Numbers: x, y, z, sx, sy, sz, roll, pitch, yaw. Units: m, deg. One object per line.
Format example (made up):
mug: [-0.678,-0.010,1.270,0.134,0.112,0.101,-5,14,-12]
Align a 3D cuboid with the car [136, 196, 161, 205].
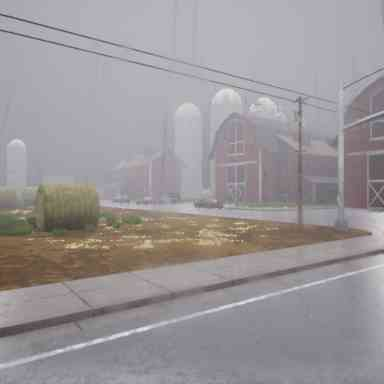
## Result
car: [-7.654,1.474,55.756,1.812,1.442,4.674,0,0,-36]

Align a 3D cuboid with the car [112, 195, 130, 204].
car: [-13.748,1.319,64.005,2.097,1.767,4.553,0,0,-37]

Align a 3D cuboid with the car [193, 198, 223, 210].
car: [2.078,1.493,42.617,1.812,1.442,4.674,0,0,-37]

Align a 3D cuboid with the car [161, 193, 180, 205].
car: [-3.979,1.111,57.640,3.866,1.878,1.905,-2,5,11]
